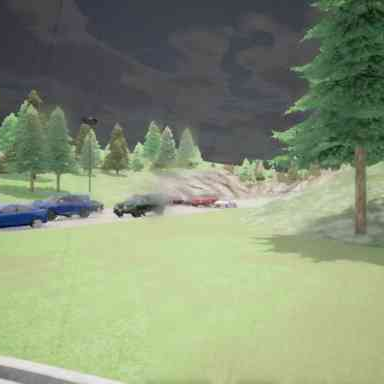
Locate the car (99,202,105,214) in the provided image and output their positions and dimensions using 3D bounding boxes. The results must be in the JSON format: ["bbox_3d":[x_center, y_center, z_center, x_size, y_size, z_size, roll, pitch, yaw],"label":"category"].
[{"bbox_3d":[-11.002,1.503,33.446,1.837,1.490,4.892,0,0,31],"label":"car"}]

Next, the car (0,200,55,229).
[{"bbox_3d":[-11.054,1.477,19.640,1.882,1.535,5.008,0,0,31],"label":"car"}]

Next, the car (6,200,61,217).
[{"bbox_3d":[-15.451,1.524,32.772,1.812,1.442,4.674,0,0,30],"label":"car"}]

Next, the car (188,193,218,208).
[{"bbox_3d":[2.145,1.222,48.630,2.150,2.045,5.566,0,0,31],"label":"car"}]

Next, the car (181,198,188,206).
[{"bbox_3d":[0.679,1.349,52.965,2.097,1.767,4.553,0,0,31],"label":"car"}]

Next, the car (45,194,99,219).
[{"bbox_3d":[-10.675,1.220,27.140,2.150,2.045,5.566,0,0,31],"label":"car"}]

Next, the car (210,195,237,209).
[{"bbox_3d":[4.712,1.524,46.114,1.812,1.442,4.674,0,0,31],"label":"car"}]

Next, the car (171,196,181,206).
[{"bbox_3d":[-3.305,1.350,53.149,2.097,1.767,4.553,0,0,31],"label":"car"}]

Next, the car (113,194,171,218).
[{"bbox_3d":[-4.667,1.222,30.407,2.150,2.045,5.566,0,0,31],"label":"car"}]
